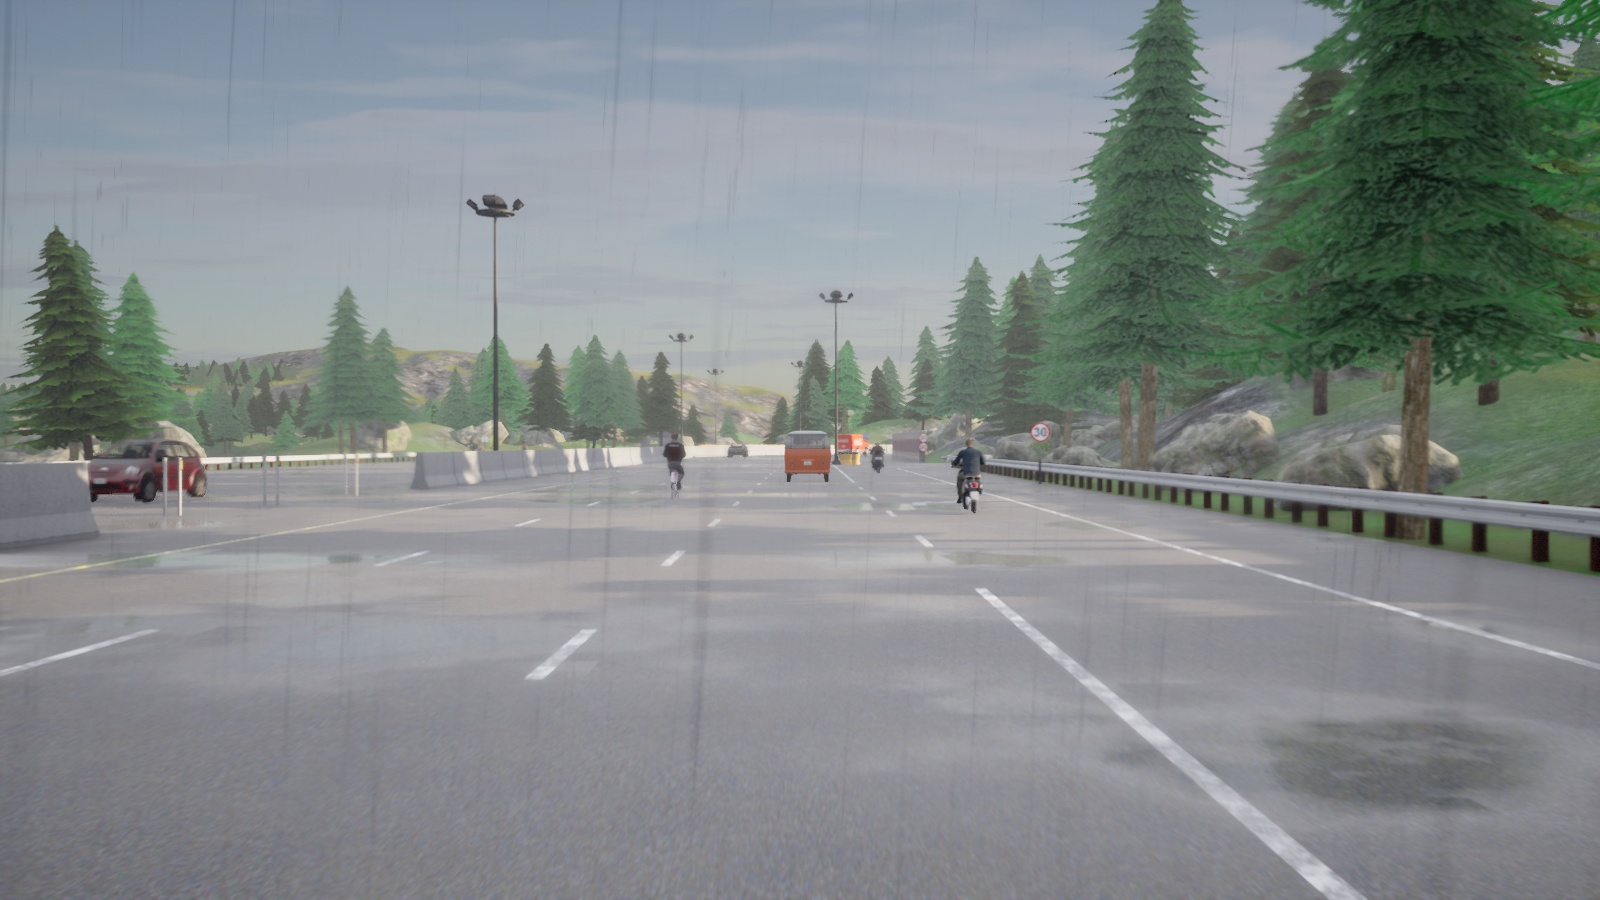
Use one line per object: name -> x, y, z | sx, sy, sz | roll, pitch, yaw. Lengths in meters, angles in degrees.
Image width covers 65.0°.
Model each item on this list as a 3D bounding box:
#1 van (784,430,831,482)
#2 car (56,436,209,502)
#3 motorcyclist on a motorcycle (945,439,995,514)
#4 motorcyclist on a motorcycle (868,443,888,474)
van -> 0.303, 0.219, 49.941 | 1.775, 1.987, 4.442 | 0, 0, 0
car -> -17.296, 0.446, 32.756 | 1.851, 1.617, 3.988 | 0, 0, 0
motorcyclist on a motorcycle -> 3.672, 0.549, 27.268 | 0.866, 1.590, 1.817 | 0, 0, 0
motorcyclist on a motorcycle -> 3.877, 0.431, 62.753 | 0.866, 1.530, 2.191 | 0, 0, 0
